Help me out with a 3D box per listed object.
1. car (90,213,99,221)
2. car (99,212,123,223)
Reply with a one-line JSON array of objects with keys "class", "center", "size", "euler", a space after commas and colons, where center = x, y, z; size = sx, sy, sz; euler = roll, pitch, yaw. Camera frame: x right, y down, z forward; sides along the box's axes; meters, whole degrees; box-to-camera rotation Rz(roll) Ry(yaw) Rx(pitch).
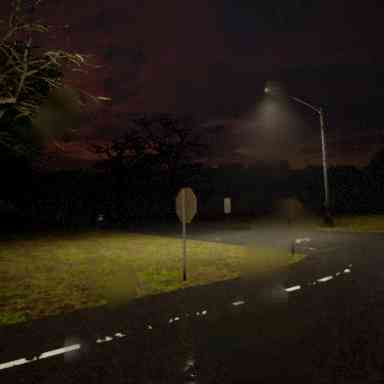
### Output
[{"class": "car", "center": [-17.116, 4.489, 60.735], "size": [2.128, 1.511, 4.902], "euler": [-1, -1, -35]}, {"class": "car", "center": [-13.103, 4.256, 54.966], "size": [2.033, 1.411, 5.357], "euler": [-1, -2, -34]}]
